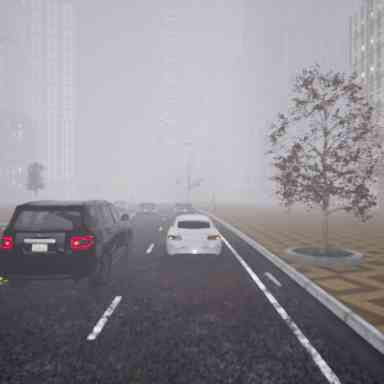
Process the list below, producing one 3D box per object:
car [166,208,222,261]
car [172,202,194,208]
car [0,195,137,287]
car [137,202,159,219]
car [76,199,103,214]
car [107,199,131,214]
[{"bbox_3d":[0.034,1.545,12.306,1.812,1.442,4.674,0,0,-1],"label":"car"},{"bbox_3d":[-0.759,1.592,29.927,2.033,1.411,5.357,0,0,-4],"label":"car"},{"bbox_3d":[-3.151,1.236,9.484,2.150,2.045,5.566,0,0,-1],"label":"car"},{"bbox_3d":[-4.020,1.591,29.985,2.033,1.411,5.357,0,0,-4],"label":"car"},{"bbox_3d":[-11.331,1.558,37.126,1.837,1.490,4.892,0,0,-5],"label":"car"},{"bbox_3d":[-8.062,1.600,37.208,2.033,1.411,5.357,0,0,-5],"label":"car"}]
